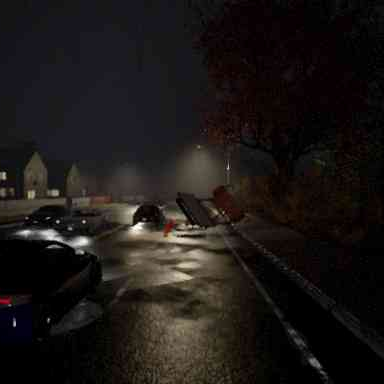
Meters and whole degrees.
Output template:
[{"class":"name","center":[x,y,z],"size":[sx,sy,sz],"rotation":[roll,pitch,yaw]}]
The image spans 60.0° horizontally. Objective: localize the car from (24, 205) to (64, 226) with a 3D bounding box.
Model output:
[{"class":"car","center":[-9.854,1.642,23.268],"size":[1.812,1.442,4.674],"rotation":[0,0,0]}]

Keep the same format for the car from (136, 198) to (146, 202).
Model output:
[{"class":"car","center":[-9.745,1.829,64.637],"size":[2.033,1.411,5.357],"rotation":[0,0,0]}]

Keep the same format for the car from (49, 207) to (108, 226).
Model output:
[{"class":"car","center":[-6.594,1.703,20.255],"size":[1.895,1.301,4.718],"rotation":[0,0,0]}]

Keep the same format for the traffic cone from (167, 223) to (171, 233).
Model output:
[{"class":"traffic cone","center":[-1.376,2.043,17.324],"size":[0.340,0.580,0.340],"rotation":[0,0,0]}]

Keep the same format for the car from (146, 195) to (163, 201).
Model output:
[{"class":"car","center":[-6.520,1.493,60.586],"size":[2.150,2.045,5.566],"rotation":[0,0,1]}]

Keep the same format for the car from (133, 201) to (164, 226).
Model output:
[{"class":"car","center":[-3.142,1.647,24.287],"size":[1.812,1.442,4.674],"rotation":[0,0,0]}]

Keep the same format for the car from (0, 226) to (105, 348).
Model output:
[{"class":"car","center":[-3.148,1.596,6.352],"size":[1.994,1.385,4.181],"rotation":[0,0,0]}]

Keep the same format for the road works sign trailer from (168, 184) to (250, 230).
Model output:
[{"class":"road works sign trailer","center":[0.755,1.172,18.430],"size":[3.560,2.880,2.380],"rotation":[6,41,-50]}]
